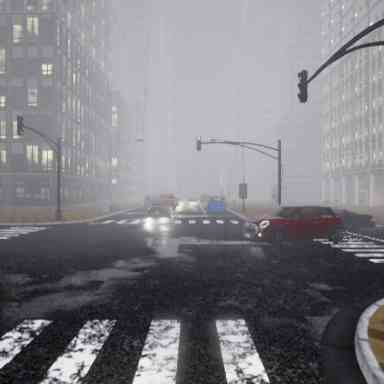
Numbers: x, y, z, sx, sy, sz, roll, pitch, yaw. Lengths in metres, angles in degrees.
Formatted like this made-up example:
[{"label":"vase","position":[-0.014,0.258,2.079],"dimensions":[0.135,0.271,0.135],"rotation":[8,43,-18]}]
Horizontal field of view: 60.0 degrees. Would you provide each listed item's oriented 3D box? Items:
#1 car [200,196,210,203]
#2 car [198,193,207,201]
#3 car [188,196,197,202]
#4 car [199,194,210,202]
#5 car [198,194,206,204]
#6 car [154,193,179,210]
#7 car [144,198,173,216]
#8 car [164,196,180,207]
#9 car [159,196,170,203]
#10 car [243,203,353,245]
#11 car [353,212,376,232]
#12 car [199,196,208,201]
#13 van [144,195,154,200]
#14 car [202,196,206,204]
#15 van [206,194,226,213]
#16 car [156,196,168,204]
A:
[{"label":"car","position":[2.710,1.533,69.145],"dimensions":[1.887,1.381,4.507],"rotation":[0,0,0]},{"label":"car","position":[2.778,1.298,85.764],"dimensions":[2.192,1.841,5.009],"rotation":[0,0,0]},{"label":"car","position":[0.051,1.583,72.708],"dimensions":[1.895,1.301,4.718],"rotation":[0,0,0]},{"label":"car","position":[2.733,1.301,74.685],"dimensions":[2.192,1.841,5.009],"rotation":[0,0,0]},{"label":"car","position":[2.689,1.304,63.606],"dimensions":[2.192,1.841,5.009],"rotation":[0,0,0]},{"label":"car","position":[-3.179,1.215,42.925],"dimensions":[2.150,2.045,5.566],"rotation":[0,0,1]},{"label":"car","position":[-3.226,1.596,32.880],"dimensions":[1.895,1.301,4.718],"rotation":[0,0,0]},{"label":"car","position":[-3.138,1.483,53.229],"dimensions":[2.128,1.511,4.902],"rotation":[0,0,0]},{"label":"car","position":[-5.670,1.539,69.178],"dimensions":[2.008,1.369,4.403],"rotation":[0,0,0]},{"label":"car","position":[4.682,1.391,15.454],"dimensions":[4.553,1.767,2.097],"rotation":[1,0,-15]},{"label":"car","position":[8.144,1.641,20.264],"dimensions":[5.357,1.411,2.033],"rotation":[0,0,3]},{"label":"car","position":[2.755,1.550,80.225],"dimensions":[1.947,1.339,4.313],"rotation":[0,0,0]},{"label":"van","position":[-5.757,1.334,47.021],"dimensions":[1.690,1.788,3.998],"rotation":[0,0,0]},{"label":"car","position":[2.623,1.538,41.452],"dimensions":[1.887,1.381,4.507],"rotation":[0,0,0]},{"label":"van","position":[2.692,1.336,35.914],"dimensions":[1.690,1.788,3.998],"rotation":[0,0,0]},{"label":"car","position":[-5.692,1.555,63.639],"dimensions":[1.947,1.339,4.313],"rotation":[0,0,0]}]
